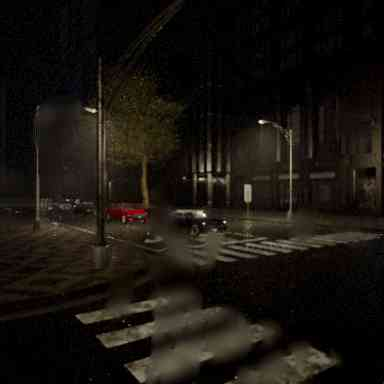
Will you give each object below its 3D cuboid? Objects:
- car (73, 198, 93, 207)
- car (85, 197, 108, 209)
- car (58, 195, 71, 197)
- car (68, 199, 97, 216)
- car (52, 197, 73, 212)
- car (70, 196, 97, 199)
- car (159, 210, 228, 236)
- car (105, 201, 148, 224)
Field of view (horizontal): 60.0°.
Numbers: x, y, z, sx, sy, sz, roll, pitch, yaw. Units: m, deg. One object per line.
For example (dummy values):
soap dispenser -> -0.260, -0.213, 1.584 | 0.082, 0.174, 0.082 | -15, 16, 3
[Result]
car -> -19.033, 1.797, 57.763 | 1.882, 1.535, 5.008 | 0, 0, -35
car -> -15.052, 1.645, 52.252 | 2.097, 1.767, 4.553 | 0, 0, -35
car -> -21.457, 1.532, 55.565 | 2.150, 2.045, 5.566 | 0, 0, -35
car -> -11.158, 1.764, 35.324 | 2.033, 1.411, 5.357 | 0, 0, -35
car -> -16.943, 1.780, 43.533 | 1.812, 1.442, 4.674 | 0, 0, -35
car -> -15.550, 1.763, 47.352 | 2.128, 1.511, 4.902 | 0, 0, -35
car -> -0.017, 1.745, 19.661 | 1.895, 1.301, 4.718 | 0, 0, -35
car -> -5.395, 1.656, 27.218 | 1.882, 1.535, 5.008 | 0, 0, -35
